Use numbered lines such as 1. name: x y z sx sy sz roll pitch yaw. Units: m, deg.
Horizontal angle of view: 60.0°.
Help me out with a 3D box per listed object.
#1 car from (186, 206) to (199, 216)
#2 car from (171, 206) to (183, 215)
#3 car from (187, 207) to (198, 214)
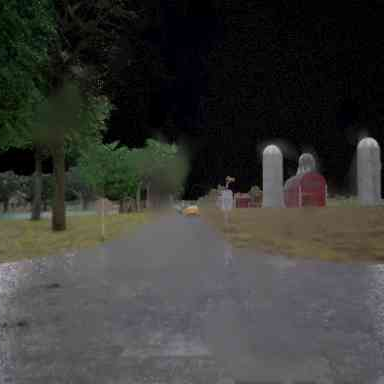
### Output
1. car: 0.083 2.982 53.219 1.882 1.535 5.008 0 -2 0
2. car: -2.660 3.143 57.808 1.882 1.535 5.008 0 -2 0
3. car: 0.099 3.488 63.659 1.895 1.301 4.718 0 -2 0
